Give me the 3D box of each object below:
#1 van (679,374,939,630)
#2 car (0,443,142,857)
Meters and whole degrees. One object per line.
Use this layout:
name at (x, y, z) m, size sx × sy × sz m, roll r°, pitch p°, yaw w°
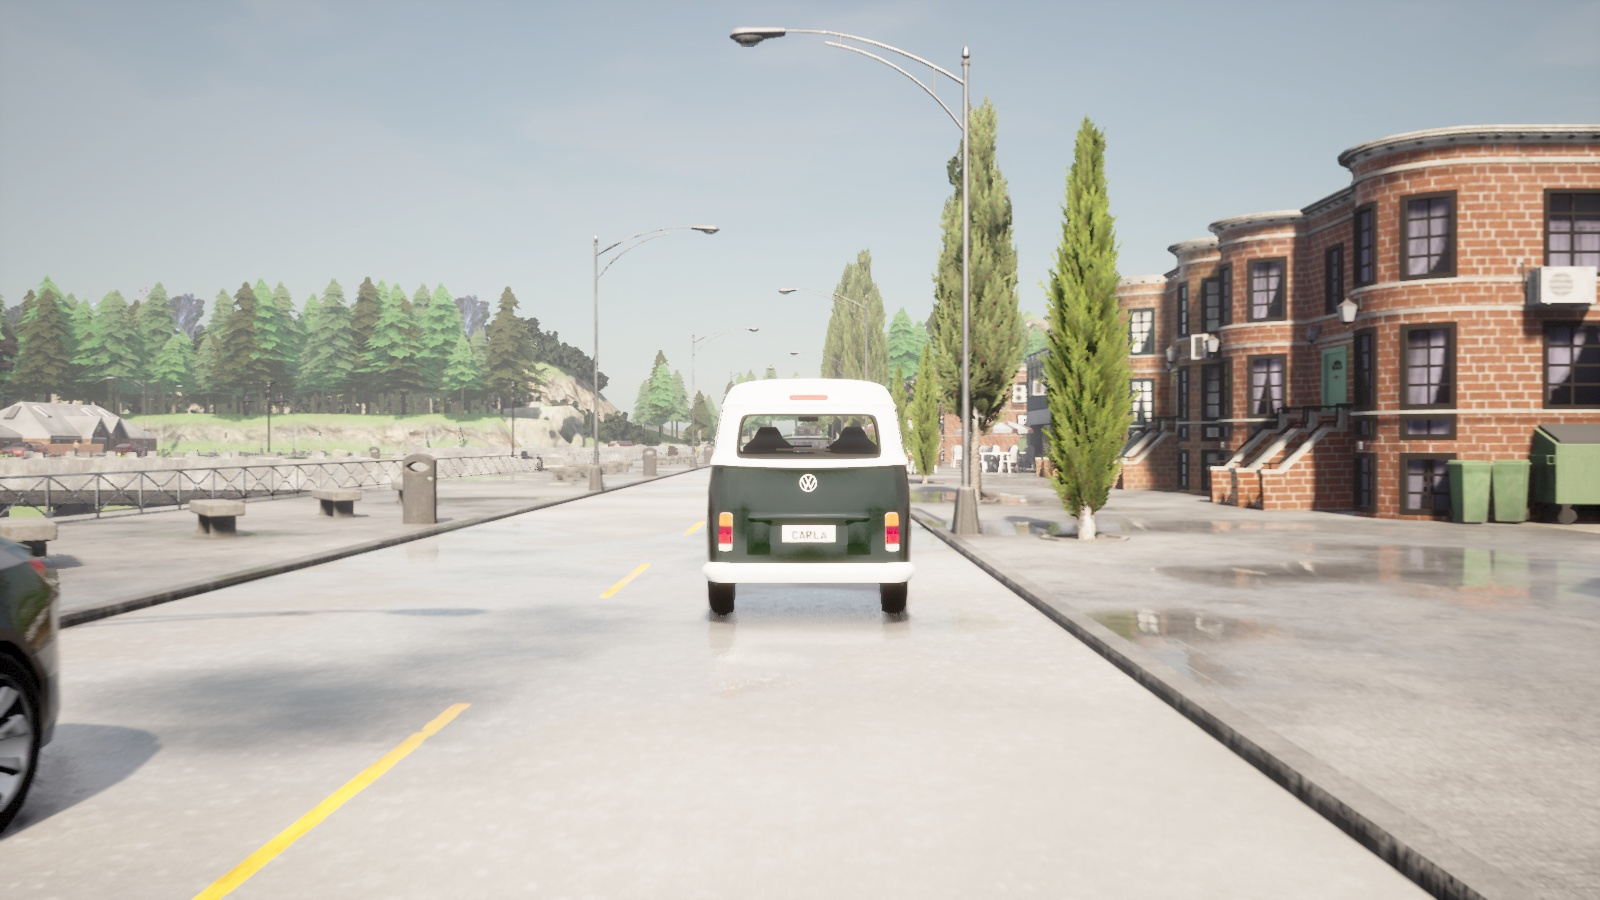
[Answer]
van at (0.083, 0.401, 12.261) m, size 2.069 × 2.038 × 4.480 m, roll 0°, pitch 0°, yaw 0°
car at (-3.967, 0.726, 3.088) m, size 2.163 × 1.488 × 4.792 m, roll 0°, pitch 0°, yaw 0°
